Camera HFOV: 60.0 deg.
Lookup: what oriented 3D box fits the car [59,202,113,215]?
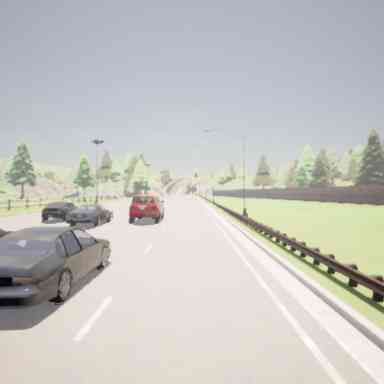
[{"bbox_3d":[-6.953,1.554,23.121,2.033,1.411,5.357,0,0,1],"label":"car"}]

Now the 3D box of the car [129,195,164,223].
[{"bbox_3d":[-3.432,1.231,25.764,2.150,2.045,5.566,0,0,0],"label":"car"}]

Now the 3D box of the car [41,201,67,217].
[{"bbox_3d":[-10.426,1.514,26.933,1.837,1.490,4.892,0,0,0],"label":"car"}]

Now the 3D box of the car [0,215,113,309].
[{"bbox_3d":[-3.454,1.550,8.110,2.033,1.411,5.357,0,0,1],"label":"car"}]

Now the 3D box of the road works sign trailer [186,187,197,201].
[{"bbox_3d":[0.008,0.486,83.027,2.380,3.560,2.880,0,0,0],"label":"road works sign trailer"}]
